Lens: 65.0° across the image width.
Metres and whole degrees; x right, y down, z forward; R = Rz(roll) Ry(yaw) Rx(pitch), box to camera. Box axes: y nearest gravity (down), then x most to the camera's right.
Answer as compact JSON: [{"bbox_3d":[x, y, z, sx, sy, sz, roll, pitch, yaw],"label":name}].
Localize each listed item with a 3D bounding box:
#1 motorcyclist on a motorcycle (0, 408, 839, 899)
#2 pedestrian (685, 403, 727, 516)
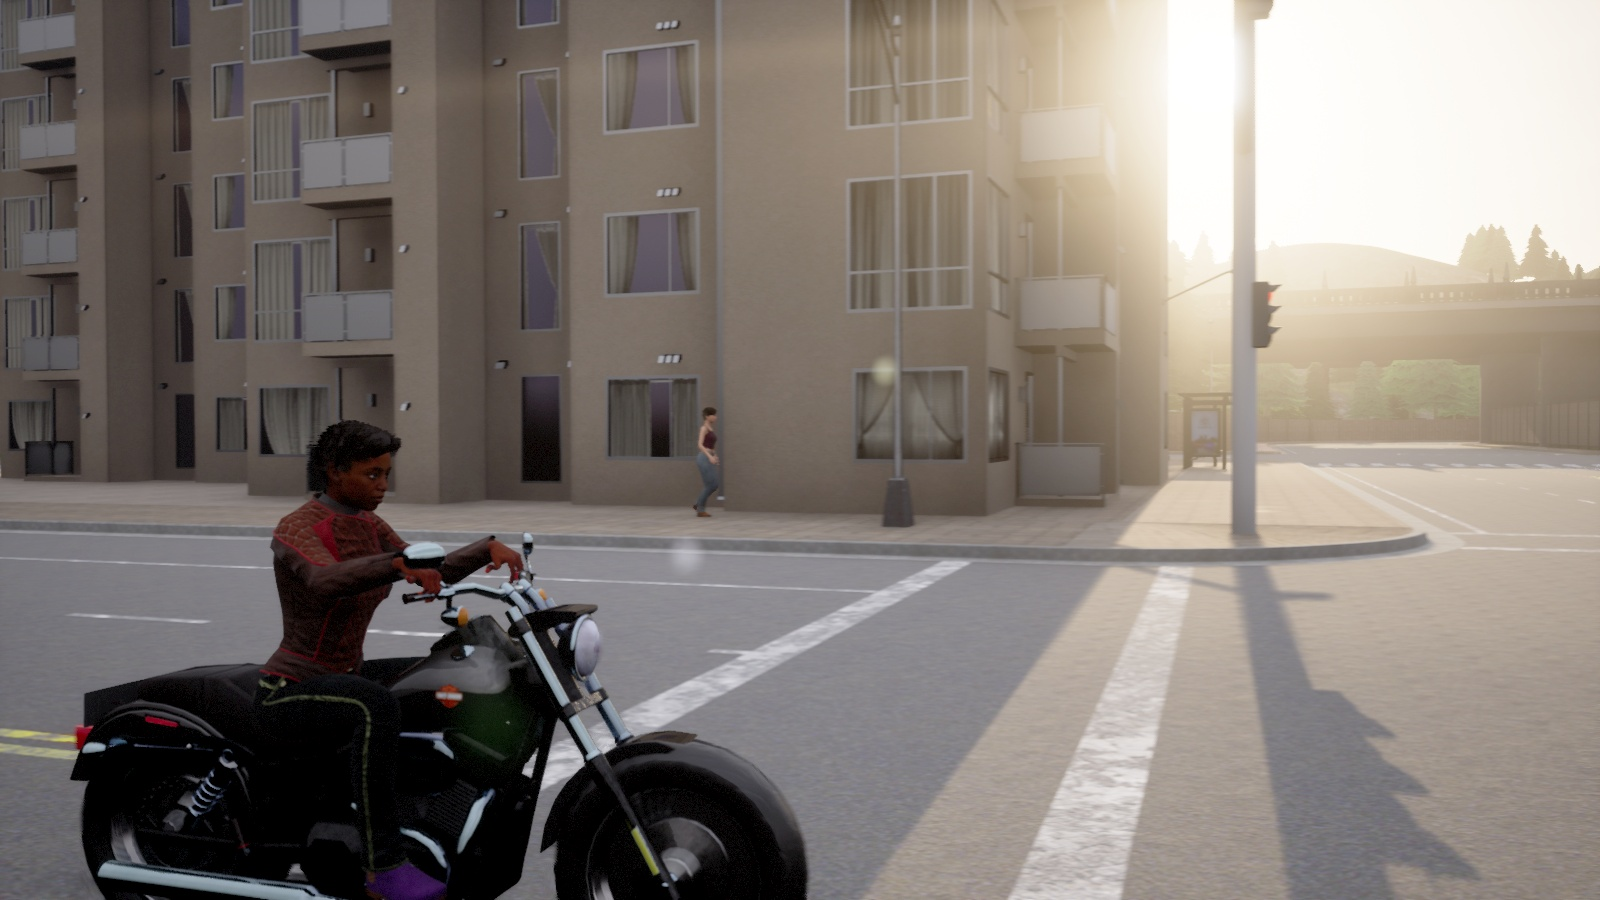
[{"bbox_3d":[-1.125,0.714,3.682,2.350,1.649,0.766,1,1,15],"label":"motorcyclist on a motorcycle"},{"bbox_3d":[-1.535,0.151,20.512,0.594,1.836,0.345,0,1,15],"label":"pedestrian"}]
